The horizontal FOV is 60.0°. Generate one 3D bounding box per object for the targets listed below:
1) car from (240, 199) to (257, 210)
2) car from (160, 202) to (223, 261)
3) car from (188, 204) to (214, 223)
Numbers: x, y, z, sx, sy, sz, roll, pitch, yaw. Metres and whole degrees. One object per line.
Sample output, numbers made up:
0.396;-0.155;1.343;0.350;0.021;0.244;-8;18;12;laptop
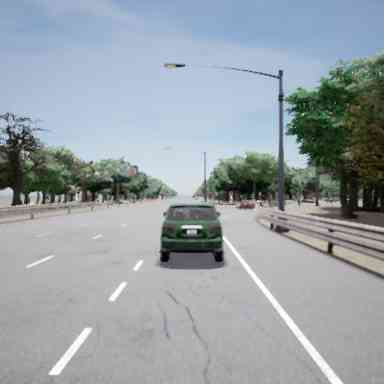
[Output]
10.111;2.145;58.927;2.097;1.767;4.553;0;-1;28;car
-0.003;1.403;13.238;2.150;2.045;5.566;0;-1;0;car
0.872;1.919;30.300;1.837;1.490;4.892;-1;-1;8;car
